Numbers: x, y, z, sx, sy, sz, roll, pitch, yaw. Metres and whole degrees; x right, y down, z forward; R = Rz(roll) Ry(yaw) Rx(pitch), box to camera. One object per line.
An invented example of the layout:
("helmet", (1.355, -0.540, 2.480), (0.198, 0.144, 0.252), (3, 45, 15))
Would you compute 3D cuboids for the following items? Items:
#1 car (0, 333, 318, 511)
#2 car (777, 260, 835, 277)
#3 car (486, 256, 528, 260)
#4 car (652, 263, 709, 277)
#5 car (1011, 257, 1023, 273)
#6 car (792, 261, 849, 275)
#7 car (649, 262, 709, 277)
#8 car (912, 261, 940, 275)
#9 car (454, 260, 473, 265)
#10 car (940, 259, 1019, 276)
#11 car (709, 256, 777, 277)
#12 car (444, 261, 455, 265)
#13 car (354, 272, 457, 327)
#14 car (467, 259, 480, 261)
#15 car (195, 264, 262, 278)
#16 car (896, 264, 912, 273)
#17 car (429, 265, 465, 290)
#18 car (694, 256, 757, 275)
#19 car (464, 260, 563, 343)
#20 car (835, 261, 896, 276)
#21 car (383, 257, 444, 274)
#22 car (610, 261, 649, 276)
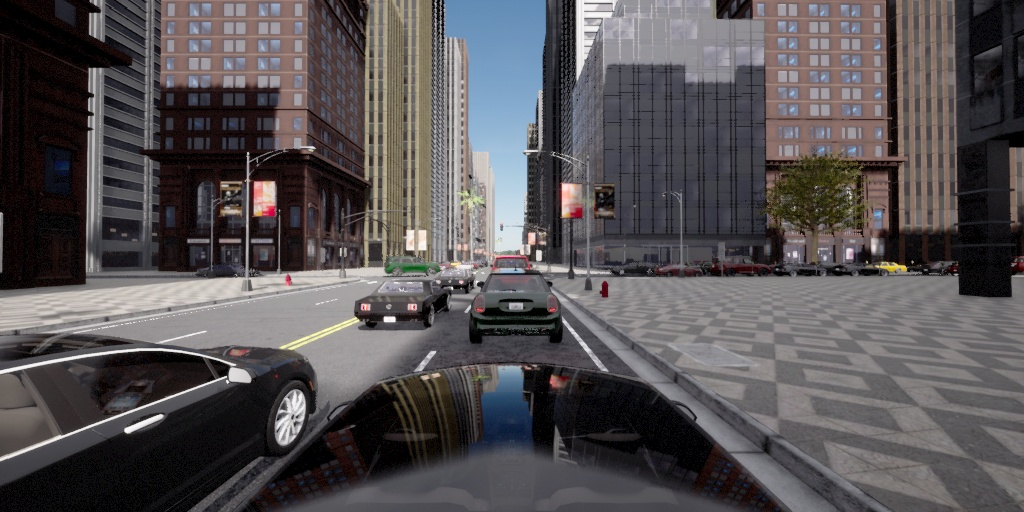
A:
("car", (-3.151, 1.255, 2.186), (1.837, 1.490, 4.892), (0, 0, 0))
("car", (26.526, 1.276, 33.078), (4.313, 1.339, 1.948), (0, 0, -1))
("car", (-0.038, 1.003, 19.380), (2.150, 2.045, 5.566), (0, 0, 0))
("car", (16.580, 1.372, 35.480), (4.718, 1.301, 1.895), (0, -1, -1))
("car", (49.077, 0.973, 33.476), (5.009, 1.841, 2.192), (0, 0, -1))
("car", (33.424, 1.285, 38.970), (4.674, 1.442, 1.812), (0, -1, -1))
("car", (15.251, 1.327, 32.880), (4.207, 1.307, 1.802), (0, 0, -1))
("car", (43.811, 1.225, 36.008), (4.674, 1.442, 1.812), (0, -1, -1))
("car", (-6.702, 1.570, 51.822), (1.895, 1.301, 4.718), (0, 0, 0))
("car", (43.439, 1.214, 33.377), (4.507, 1.381, 1.888), (0, 0, -1))
("car", (20.889, 1.041, 32.979), (5.009, 1.841, 2.192), (0, 0, -1))
("car", (-9.947, 1.504, 53.076), (1.812, 1.442, 4.674), (0, 0, -3))
("car", (-3.168, 1.361, 11.507), (1.895, 1.301, 4.718), (0, 0, 0))
("car", (-6.701, 1.634, 60.986), (1.895, 1.301, 4.718), (0, 0, 0))
("car", (-27.467, 1.496, 34.822), (5.357, 1.411, 2.033), (0, -1, 0))
("car", (43.125, 1.296, 41.897), (4.829, 1.417, 1.751), (0, 0, -1))
("car", (-3.191, 1.388, 20.675), (1.895, 1.301, 4.718), (0, 0, 0))
("car", (23.067, 1.010, 38.803), (5.566, 2.045, 2.150), (0, -1, -2))
("car", (0.080, 1.109, 9.860), (2.097, 1.767, 4.553), (0, 0, 0))
("car", (32.163, 1.260, 33.178), (4.313, 1.339, 1.948), (0, 0, -1))
("car", (-10.179, 1.090, 36.568), (5.566, 2.045, 2.150), (0, 0, -22))
("car", (13.027, 1.326, 38.616), (4.892, 1.490, 1.837), (0, -1, -1))
